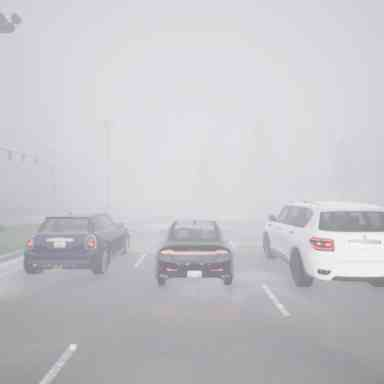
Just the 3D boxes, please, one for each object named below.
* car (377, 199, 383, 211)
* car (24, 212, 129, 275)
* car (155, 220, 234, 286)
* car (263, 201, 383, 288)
[{"bbox_3d":[27.521,1.719,44.117,4.892,1.490,1.837,0,0,0],"label":"car"},{"bbox_3d":[-3.420,1.404,10.766,2.097,1.767,4.553,0,0,0],"label":"car"},{"bbox_3d":[0.072,1.539,9.519,2.128,1.511,4.902,0,0,0],"label":"car"},{"bbox_3d":[3.571,1.270,9.507,2.150,2.045,5.566,0,0,0],"label":"car"}]
